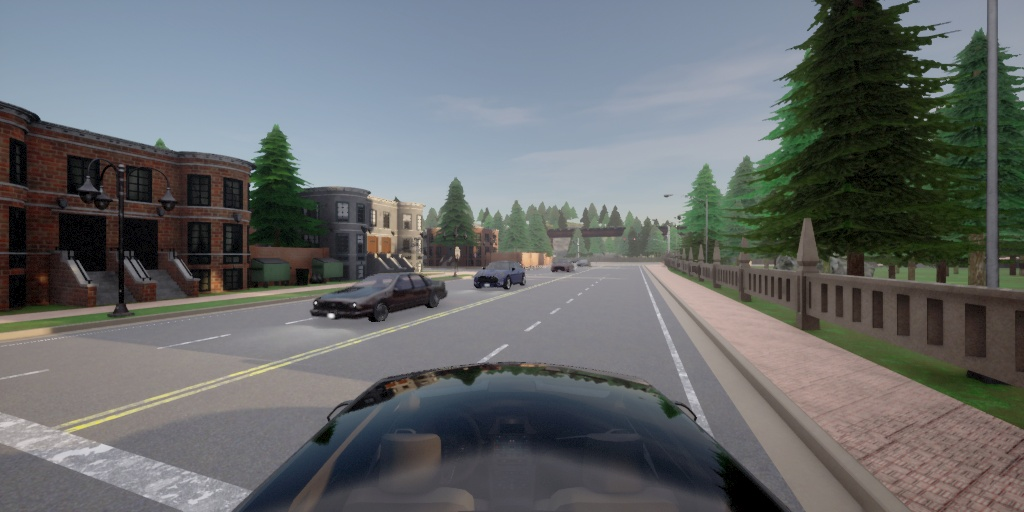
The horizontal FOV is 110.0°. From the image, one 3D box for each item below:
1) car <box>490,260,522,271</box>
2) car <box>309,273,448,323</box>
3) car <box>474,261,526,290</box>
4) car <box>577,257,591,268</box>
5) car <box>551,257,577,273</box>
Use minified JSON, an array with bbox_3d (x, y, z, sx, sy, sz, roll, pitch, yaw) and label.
[{"bbox_3d":[-0.802,1.298,48.095,4.181,1.385,1.994,1,1,0],"label":"car"},{"bbox_3d":[-4.223,1.298,12.597,2.033,1.411,5.357,0,0,19],"label":"car"},{"bbox_3d":[-0.692,1.102,22.765,2.097,1.767,4.553,0,0,19],"label":"car"},{"bbox_3d":[12.038,1.275,59.871,1.812,1.442,4.674,0,0,19],"label":"car"},{"bbox_3d":[6.015,1.102,42.409,2.097,1.767,4.553,0,0,19],"label":"car"}]
